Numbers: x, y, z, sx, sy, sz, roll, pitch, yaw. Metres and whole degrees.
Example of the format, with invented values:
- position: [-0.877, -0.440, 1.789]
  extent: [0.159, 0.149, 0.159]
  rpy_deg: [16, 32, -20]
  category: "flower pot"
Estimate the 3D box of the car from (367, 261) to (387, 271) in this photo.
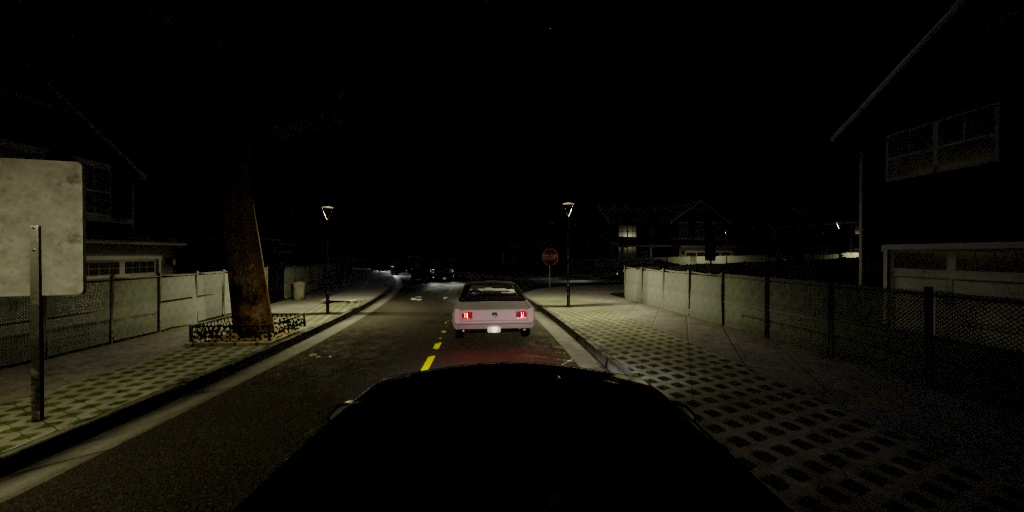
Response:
- position: [-18.274, 1.324, 49.805]
  extent: [1.895, 1.301, 4.718]
  rpy_deg: [0, 0, -34]
  category: "car"

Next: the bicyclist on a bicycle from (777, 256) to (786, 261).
- position: [16.596, 0.799, 22.060]
  extent: [0.582, 1.620, 1.656]
  rpy_deg: [-1, 0, -9]
  category: "bicyclist on a bicycle"

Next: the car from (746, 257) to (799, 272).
- position: [21.476, 0.862, 28.870]
  extent: [5.008, 1.535, 1.882]
  rpy_deg: [-1, 1, -10]
  category: "car"

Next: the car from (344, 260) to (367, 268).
- position: [-25.368, 1.286, 59.062]
  extent: [2.033, 1.411, 5.357]
  rpy_deg: [0, 0, -41]
  category: "car"

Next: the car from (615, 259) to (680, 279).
- position: [10.256, 1.020, 27.055]
  extent: [4.902, 1.511, 2.128]
  rpy_deg: [-1, 0, -9]
  category: "car"

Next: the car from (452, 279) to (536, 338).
- position: [-0.617, 1.347, 10.194]
  extent: [1.895, 1.301, 4.718]
  rpy_deg: [0, 0, -6]
  category: "car"

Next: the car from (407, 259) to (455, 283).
- position: [-6.280, 1.079, 28.218]
  extent: [2.097, 1.767, 4.553]
  rpy_deg: [0, 0, -35]
  category: "car"

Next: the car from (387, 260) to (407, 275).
- position: [-11.934, 1.222, 38.859]
  extent: [1.837, 1.490, 4.892]
  rpy_deg: [0, 1, -27]
  category: "car"
